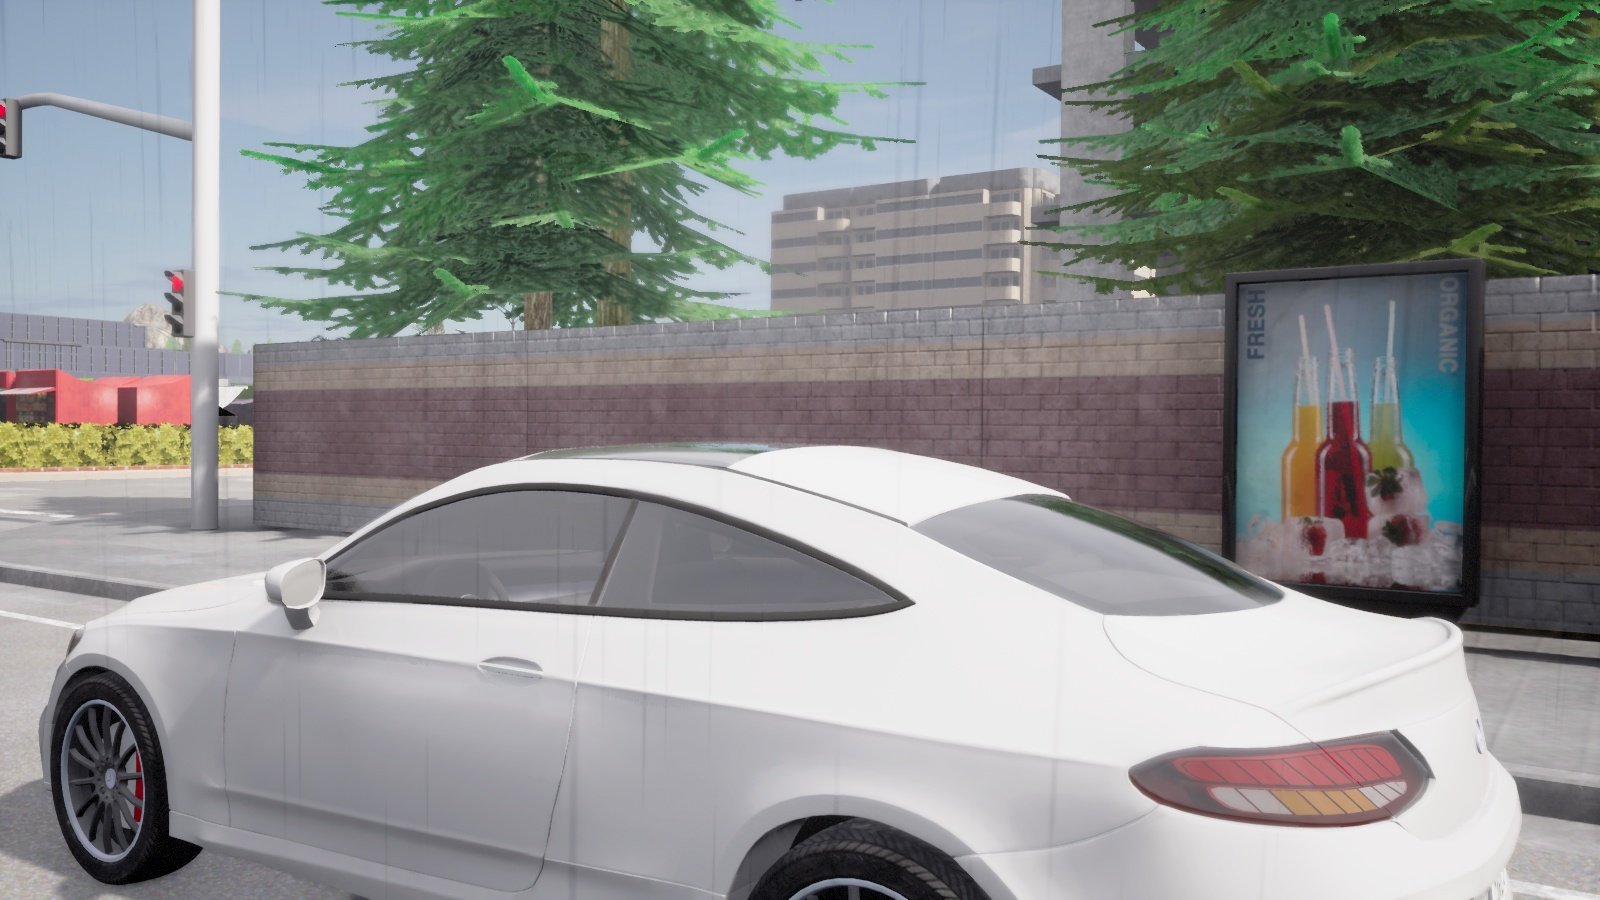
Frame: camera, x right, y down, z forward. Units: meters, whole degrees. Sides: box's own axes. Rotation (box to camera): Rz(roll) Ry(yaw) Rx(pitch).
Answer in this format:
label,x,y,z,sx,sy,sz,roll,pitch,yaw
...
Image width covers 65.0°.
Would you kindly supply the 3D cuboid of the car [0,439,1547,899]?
label,x,y,z,sx,sy,sz,roll,pitch,yaw
car,-0.437,0.708,3.913,4.674,1.442,1.812,0,1,33
